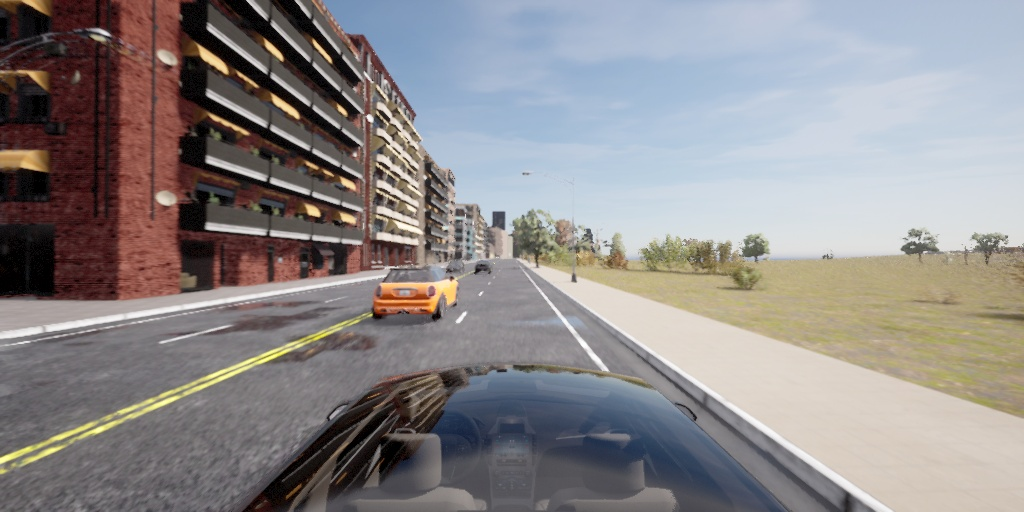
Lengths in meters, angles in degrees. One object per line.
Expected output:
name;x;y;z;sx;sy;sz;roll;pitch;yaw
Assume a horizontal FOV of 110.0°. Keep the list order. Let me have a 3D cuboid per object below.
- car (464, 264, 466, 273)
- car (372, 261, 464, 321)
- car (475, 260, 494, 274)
car;-6.542;1.293;41.704;1.837;1.490;4.892;0;0;0
car;-3.163;1.105;12.690;2.097;1.767;4.553;0;0;0
car;-3.193;1.250;41.059;1.837;1.490;4.892;0;0;0
